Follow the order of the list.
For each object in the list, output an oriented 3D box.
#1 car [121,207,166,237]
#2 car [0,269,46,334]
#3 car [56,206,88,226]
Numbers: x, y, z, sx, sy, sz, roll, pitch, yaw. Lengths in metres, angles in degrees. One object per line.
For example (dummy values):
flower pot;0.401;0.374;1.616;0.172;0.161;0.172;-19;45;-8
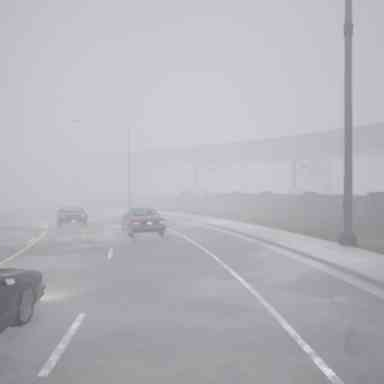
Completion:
car;-2.797;1.549;18.350;2.033;1.411;5.357;-1;0;-18
car;-3.609;1.575;3.966;2.033;1.411;5.357;-1;0;-3
car;-8.830;1.679;24.222;1.895;1.301;4.718;-1;0;-24
